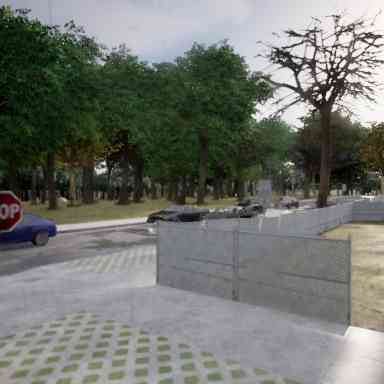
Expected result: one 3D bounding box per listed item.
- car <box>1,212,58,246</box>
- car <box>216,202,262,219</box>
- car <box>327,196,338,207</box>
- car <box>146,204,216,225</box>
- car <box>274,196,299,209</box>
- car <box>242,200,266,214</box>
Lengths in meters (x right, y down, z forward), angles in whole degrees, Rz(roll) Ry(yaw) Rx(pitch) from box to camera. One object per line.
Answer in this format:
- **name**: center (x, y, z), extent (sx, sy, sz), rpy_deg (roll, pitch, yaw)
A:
- **car**: center (-7.807, 1.535, 13.460), extent (1.812, 1.442, 4.674), rpy_deg (2, 1, 35)
- **car**: center (2.886, 1.667, 23.324), extent (1.895, 1.301, 4.718), rpy_deg (2, 2, 36)
- **car**: center (18.230, 1.255, 44.724), extent (1.994, 1.385, 4.181), rpy_deg (2, 2, 36)
- **car**: center (-0.777, 1.553, 23.278), extent (2.033, 1.411, 5.357), rpy_deg (2, 1, 36)
- **car**: center (11.586, 1.261, 40.414), extent (1.812, 1.442, 4.674), rpy_deg (2, 2, 36)
- **car**: center (5.512, 1.459, 32.035), extent (1.994, 1.385, 4.181), rpy_deg (2, 2, 35)
